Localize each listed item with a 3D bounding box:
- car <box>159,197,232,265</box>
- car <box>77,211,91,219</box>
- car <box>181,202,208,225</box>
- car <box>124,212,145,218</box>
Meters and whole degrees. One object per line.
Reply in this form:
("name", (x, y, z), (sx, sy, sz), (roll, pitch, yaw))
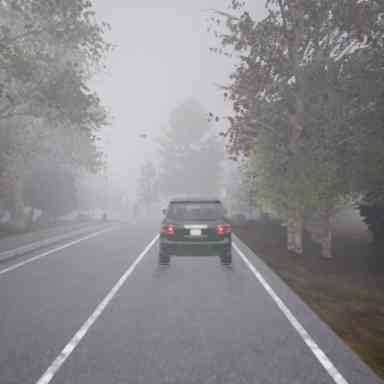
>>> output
("car", (0.102, 1.190, 11.707), (2.150, 2.045, 5.566), (0, 0, 0))
("car", (-19.189, 4.159, 59.136), (1.882, 1.535, 5.008), (0, -4, -9))
("car", (0.227, 1.768, 28.202), (2.097, 1.767, 4.553), (0, -3, 2))
("car", (-13.119, 5.314, 75.598), (4.892, 1.490, 1.837), (2, -5, -37))
